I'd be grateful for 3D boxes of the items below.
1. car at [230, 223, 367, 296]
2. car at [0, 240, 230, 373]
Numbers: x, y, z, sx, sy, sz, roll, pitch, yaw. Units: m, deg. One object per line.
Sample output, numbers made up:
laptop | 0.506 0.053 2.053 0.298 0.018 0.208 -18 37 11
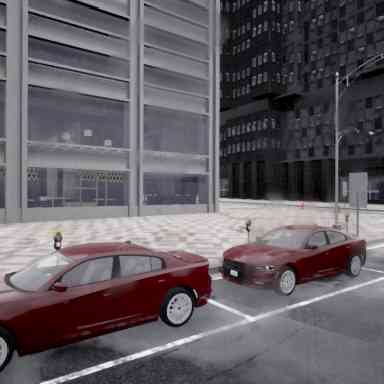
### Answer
car | 2.754 1.545 8.642 4.507 1.381 1.887 0 0 -36
car | -1.739 1.545 5.426 4.507 1.381 1.887 0 0 -36
